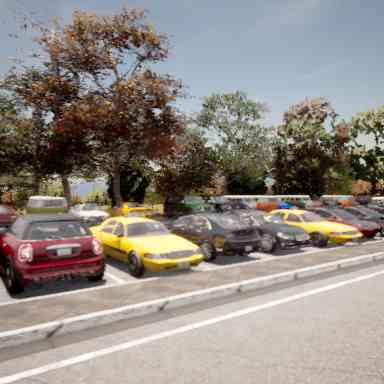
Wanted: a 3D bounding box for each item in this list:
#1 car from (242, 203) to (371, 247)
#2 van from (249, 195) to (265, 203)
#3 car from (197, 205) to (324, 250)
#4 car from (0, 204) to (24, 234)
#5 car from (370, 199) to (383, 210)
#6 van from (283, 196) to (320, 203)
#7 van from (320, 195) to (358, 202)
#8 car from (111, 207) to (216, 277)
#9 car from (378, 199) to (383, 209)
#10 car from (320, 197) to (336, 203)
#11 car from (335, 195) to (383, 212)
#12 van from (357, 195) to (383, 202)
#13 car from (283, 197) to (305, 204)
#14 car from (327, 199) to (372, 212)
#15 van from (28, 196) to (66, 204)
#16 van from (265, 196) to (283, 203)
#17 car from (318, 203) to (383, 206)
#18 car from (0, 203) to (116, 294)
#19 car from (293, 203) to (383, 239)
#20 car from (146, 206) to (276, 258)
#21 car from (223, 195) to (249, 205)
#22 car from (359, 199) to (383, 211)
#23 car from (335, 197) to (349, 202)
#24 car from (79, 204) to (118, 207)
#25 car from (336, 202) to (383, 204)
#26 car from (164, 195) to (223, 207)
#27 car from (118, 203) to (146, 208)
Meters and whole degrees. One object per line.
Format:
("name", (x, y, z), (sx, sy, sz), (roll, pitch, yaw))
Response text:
("car", (5.028, 1.530, 15.548), (1.946, 1.575, 5.366), (0, 0, -35))
("van", (4.260, 1.333, 31.136), (1.878, 1.987, 4.442), (0, 0, -35))
("car", (2.654, 1.525, 14.096), (2.231, 1.521, 4.892), (0, 0, -35))
("car", (-11.610, 1.536, 19.992), (2.002, 1.452, 4.674), (0, 0, -35))
("car", (29.016, 1.855, 48.882), (2.002, 1.452, 4.674), (1, 0, -35))
("van", (11.040, 1.363, 35.969), (1.878, 1.987, 4.442), (0, 0, -36))
("van", (17.563, 1.425, 40.883), (1.878, 1.987, 4.442), (1, 0, -35))
("car", (-1.759, 1.503, 10.722), (1.946, 1.575, 5.366), (0, 0, -35))
("car", (31.289, 1.878, 50.465), (2.163, 1.488, 4.792), (1, 0, -35))
("car", (13.202, 1.633, 37.675), (2.163, 1.488, 4.792), (0, 0, -35))
("car", (22.229, 1.465, 44.094), (2.435, 2.045, 5.566), (1, 0, -35))
("van", (13.903, 1.344, 22.231), (1.878, 1.987, 4.442), (0, 0, -35))
("car", (8.703, 1.577, 34.446), (2.097, 1.535, 5.008), (0, 0, -35))
("car", (20.003, 1.713, 42.441), (2.163, 1.488, 4.792), (1, 0, -35))
("van", (-9.523, 1.279, 21.621), (1.878, 1.987, 4.442), (0, 0, -35))
("van", (6.382, 1.342, 32.932), (1.878, 1.987, 4.442), (0, 0, -35))
("car", (9.462, 1.581, 18.894), (2.163, 1.488, 4.792), (0, 0, -35))
("car", (-4.111, 1.372, 9.239), (2.185, 1.767, 4.553), (0, 0, -35))
("car", (7.200, 1.572, 17.285), (2.163, 1.488, 4.792), (0, 0, -35))
("car", (0.399, 1.516, 12.477), (2.231, 1.521, 4.892), (0, 0, -35))
("car", (1.951, 1.299, 29.604), (2.435, 2.045, 5.566), (0, 0, -35))
("car", (26.865, 1.779, 47.128), (1.946, 1.575, 5.366), (1, 0, -35))
("car", (15.353, 1.653, 39.204), (2.163, 1.488, 4.792), (1, 0, -35))
("car", (-7.200, 1.554, 23.134), (2.002, 1.452, 4.674), (0, 0, -35))
("car", (11.724, 1.590, 20.503), (2.163, 1.488, 4.792), (0, 0, -35))
("car", (-0.306, 1.290, 27.998), (2.435, 2.045, 5.566), (0, 0, -35))
("car", (-4.836, 1.523, 24.805), (2.097, 1.535, 5.008), (0, 0, -35))
